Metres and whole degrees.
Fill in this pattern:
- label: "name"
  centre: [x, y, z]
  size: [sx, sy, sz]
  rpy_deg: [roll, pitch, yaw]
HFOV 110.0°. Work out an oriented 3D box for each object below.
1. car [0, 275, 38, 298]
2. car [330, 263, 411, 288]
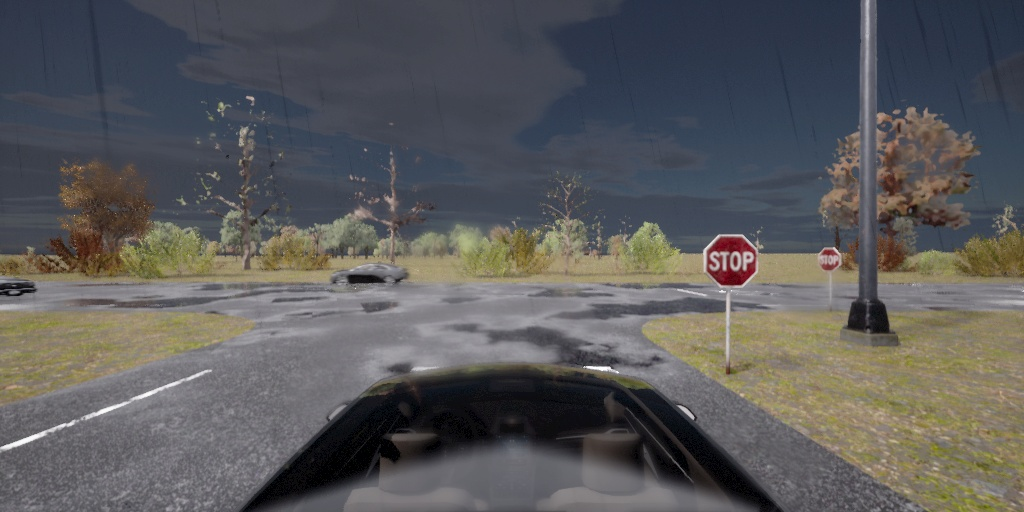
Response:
- label: "car"
  centre: [-24.379, 1.193, 15.572]
  size: [5.357, 1.411, 2.033]
  rpy_deg: [0, 0, -2]
- label: "car"
  centre: [-9.012, 1.199, 23.013]
  size: [4.902, 1.511, 2.128]
  rpy_deg: [0, 0, -2]
